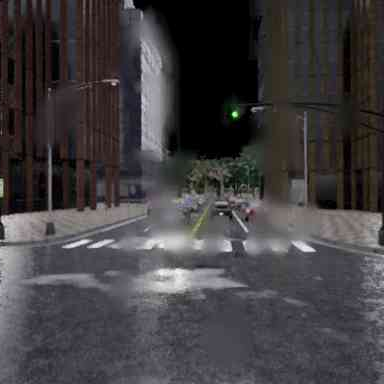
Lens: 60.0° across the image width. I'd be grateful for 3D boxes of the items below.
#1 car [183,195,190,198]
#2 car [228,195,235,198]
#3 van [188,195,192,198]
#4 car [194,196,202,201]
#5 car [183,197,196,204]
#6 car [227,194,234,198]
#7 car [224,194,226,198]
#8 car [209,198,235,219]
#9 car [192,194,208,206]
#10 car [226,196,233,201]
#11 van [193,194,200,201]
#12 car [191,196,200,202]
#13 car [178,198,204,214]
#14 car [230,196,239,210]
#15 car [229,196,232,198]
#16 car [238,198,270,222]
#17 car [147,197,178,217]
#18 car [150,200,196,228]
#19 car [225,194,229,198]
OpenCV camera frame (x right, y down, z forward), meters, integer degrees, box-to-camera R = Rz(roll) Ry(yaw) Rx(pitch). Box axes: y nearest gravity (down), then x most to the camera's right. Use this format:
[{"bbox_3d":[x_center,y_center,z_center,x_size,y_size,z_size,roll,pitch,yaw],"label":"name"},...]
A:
[{"bbox_3d":[-1.760,1.632,48.939,1.752,1.417,4.829,0,0,4],"label":"car"},{"bbox_3d":[7.179,1.622,53.860,1.887,1.381,4.507,0,0,4],"label":"car"},{"bbox_3d":[-0.894,1.470,59.950,1.690,1.788,3.998,0,0,4],"label":"van"},{"bbox_3d":[1.653,1.726,92.305,1.752,1.417,4.829,0,0,5],"label":"car"},{"bbox_3d":[-0.467,1.691,65.370,2.008,1.369,4.403,0,0,4],"label":"car"},{"bbox_3d":[7.619,1.614,59.450,1.752,1.417,4.829,0,0,4],"label":"car"},{"bbox_3d":[8.884,1.438,75.544,2.192,1.841,5.009,0,0,4],"label":"car"},{"bbox_3d":[2.626,1.548,29.934,1.837,1.490,4.892,0,0,5],"label":"car"},{"bbox_3d":[1.656,1.603,57.179,2.128,1.511,4.902,0,0,5],"label":"car"},{"bbox_3d":[9.752,1.674,86.554,1.752,1.417,4.829,0,0,5],"label":"car"},{"bbox_3d":[1.238,1.529,87.054,1.690,1.788,3.998,0,0,4],"label":"van"},{"bbox_3d":[0.813,1.741,81.632,1.947,1.339,4.313,0,0,4],"label":"car"},{"bbox_3d":[-0.088,1.632,36.149,1.994,1.385,4.181,0,0,5],"label":"car"},{"bbox_3d":[6.326,1.607,43.018,2.008,1.369,4.403,0,0,4],"label":"car"},{"bbox_3d":[6.753,1.611,48.439,1.887,1.381,4.507,0,0,4],"label":"car"},{"bbox_3d":[5.046,1.466,26.756,1.967,1.590,4.097,0,0,4],"label":"car"},{"bbox_3d":[-3.027,1.391,32.846,2.192,1.841,5.009,0,0,4],"label":"car"},{"bbox_3d":[-1.144,1.534,22.514,2.128,1.511,4.902,0,0,4],"label":"car"},{"bbox_3d":[8.472,1.637,70.292,1.752,1.417,4.829,0,0,4],"label":"car"}]
